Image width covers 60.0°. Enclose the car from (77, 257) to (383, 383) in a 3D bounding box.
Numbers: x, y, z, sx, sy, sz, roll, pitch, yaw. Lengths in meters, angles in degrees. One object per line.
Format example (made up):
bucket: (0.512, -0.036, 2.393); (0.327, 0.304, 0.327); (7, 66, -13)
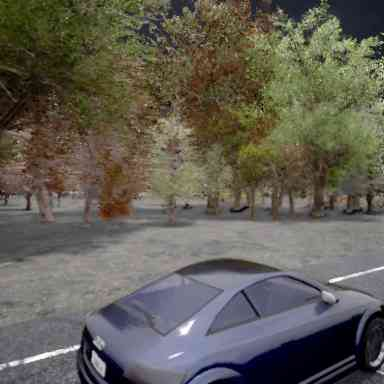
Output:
car: (0.756, 1.585, 4.283); (4.181, 1.385, 1.994); (1, 0, -36)
